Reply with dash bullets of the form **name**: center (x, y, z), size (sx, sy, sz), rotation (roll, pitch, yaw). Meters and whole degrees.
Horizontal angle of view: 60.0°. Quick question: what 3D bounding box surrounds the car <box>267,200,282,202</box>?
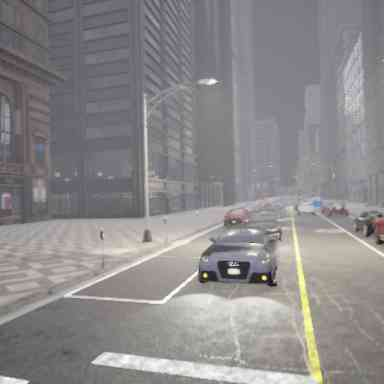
- **car**: center (9.457, 1.960, 36.766), size (1.812, 1.442, 4.674), rotation (-2, -1, 16)

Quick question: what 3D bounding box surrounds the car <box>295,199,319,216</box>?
- **car**: center (13.068, 1.890, 38.060), size (1.812, 1.442, 4.674), rotation (-2, -1, 17)

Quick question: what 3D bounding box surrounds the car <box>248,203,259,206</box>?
- **car**: center (5.242, 2.036, 31.659), size (1.802, 1.307, 4.206), rotation (-2, -1, 16)

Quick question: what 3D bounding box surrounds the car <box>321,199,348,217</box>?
- **car**: center (14.994, 1.697, 34.661), size (1.967, 1.590, 4.097), rotation (-2, -1, 16)

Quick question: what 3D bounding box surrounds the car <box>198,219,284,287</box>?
- **car**: center (1.553, 1.738, 9.894), size (1.994, 1.385, 4.181), rotation (-2, -1, 16)

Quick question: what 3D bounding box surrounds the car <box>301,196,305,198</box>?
- **car**: center (30.816, 2.144, 88.796), size (1.967, 1.590, 4.097), rotation (-2, -1, 16)

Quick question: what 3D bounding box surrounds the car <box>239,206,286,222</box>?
- **car**: center (4.019, 1.762, 18.331), size (1.837, 1.490, 4.892), rotation (-2, -1, 16)

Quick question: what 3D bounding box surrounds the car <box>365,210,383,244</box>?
- **car**: center (8.662, 1.363, 13.011), size (2.192, 1.841, 5.009), rotation (-2, -1, 16)

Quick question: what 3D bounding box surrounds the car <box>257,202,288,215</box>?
- **car**: center (6.652, 1.849, 27.317), size (1.837, 1.490, 4.892), rotation (-2, -1, 16)

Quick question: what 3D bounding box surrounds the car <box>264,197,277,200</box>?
- **car**: center (14.729, 2.061, 64.140), size (2.192, 1.841, 5.009), rotation (-2, -1, 16)

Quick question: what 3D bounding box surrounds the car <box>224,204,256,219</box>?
- **car**: center (3.659, 1.946, 26.247), size (1.887, 1.381, 4.507), rotation (-2, -1, 16)

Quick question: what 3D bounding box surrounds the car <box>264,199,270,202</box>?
- **car**: center (9.988, 2.159, 47.897), size (2.008, 1.369, 4.403), rotation (-2, -1, 16)

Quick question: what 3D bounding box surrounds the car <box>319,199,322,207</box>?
- **car**: center (16.580, 1.890, 40.073), size (1.802, 1.307, 4.206), rotation (-2, -1, 16)

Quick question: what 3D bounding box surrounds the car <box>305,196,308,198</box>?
- **car**: center (26.136, 2.105, 72.748), size (1.752, 1.417, 4.829), rotation (-1, -1, 17)

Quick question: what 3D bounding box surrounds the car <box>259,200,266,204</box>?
- **car**: center (6.821, 1.946, 37.074), size (1.967, 1.590, 4.097), rotation (-2, -1, 16)

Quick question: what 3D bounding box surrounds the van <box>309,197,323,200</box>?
- **van**: center (21.321, 1.795, 56.316), size (1.690, 1.788, 3.998), rotation (-2, -1, 16)

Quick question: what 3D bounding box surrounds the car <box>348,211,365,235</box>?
- **car**: center (10.251, 1.666, 18.420), size (1.947, 1.339, 4.313), rotation (-2, -1, 16)
